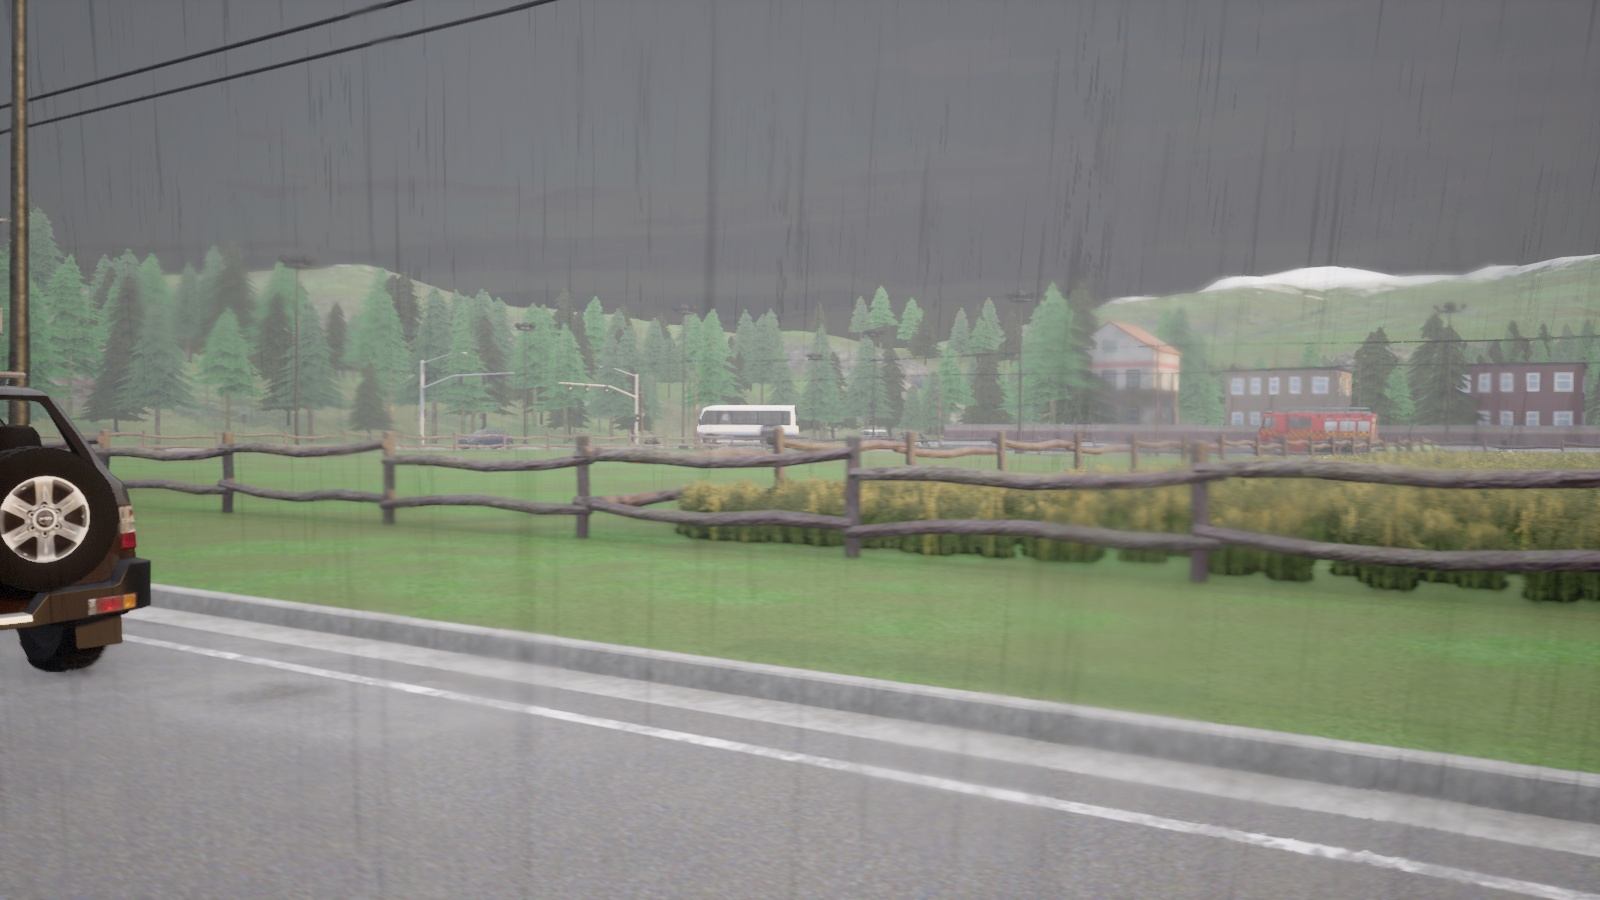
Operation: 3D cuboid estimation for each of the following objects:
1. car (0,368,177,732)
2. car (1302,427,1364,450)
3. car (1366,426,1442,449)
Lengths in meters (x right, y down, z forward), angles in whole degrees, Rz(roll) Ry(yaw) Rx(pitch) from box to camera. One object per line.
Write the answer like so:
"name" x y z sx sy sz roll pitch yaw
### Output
"car" -6.014 0.513 7.616 4.605 1.855 1.932 0 1 34
"car" 36.841 -0.783 86.847 3.705 1.549 1.789 0 1 34
"car" 42.090 -0.878 87.538 4.514 1.525 2.007 0 1 34
